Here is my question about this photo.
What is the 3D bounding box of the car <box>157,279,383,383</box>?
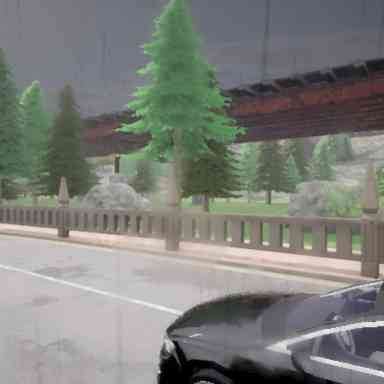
[{"bbox_3d":[1.894,1.491,2.641,4.902,1.511,2.128,0,0,35],"label":"car"}]
